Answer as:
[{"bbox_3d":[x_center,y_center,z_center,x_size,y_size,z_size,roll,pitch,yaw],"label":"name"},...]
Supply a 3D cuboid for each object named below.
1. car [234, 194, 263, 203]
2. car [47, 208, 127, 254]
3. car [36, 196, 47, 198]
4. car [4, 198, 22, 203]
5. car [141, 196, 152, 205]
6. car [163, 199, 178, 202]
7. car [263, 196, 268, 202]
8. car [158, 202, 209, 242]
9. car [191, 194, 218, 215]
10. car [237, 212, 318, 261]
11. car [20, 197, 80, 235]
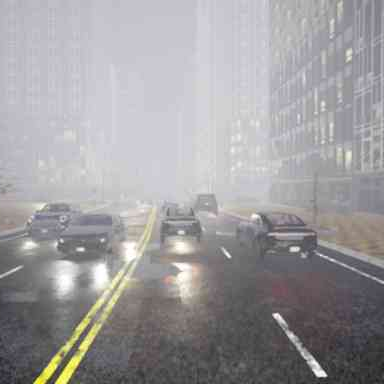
[{"bbox_3d":[10.837,1.398,66.519,5.009,1.841,2.192,0,0,-5],"label":"car"},{"bbox_3d":[-3.872,1.544,13.787,2.033,1.411,5.357,0,0,-3],"label":"car"},{"bbox_3d":[-27.962,1.429,63.316,4.313,1.339,1.947,0,0,-4],"label":"car"},{"bbox_3d":[-33.633,1.412,62.903,4.206,1.307,1.802,0,0,-4],"label":"car"},{"bbox_3d":[-7.781,1.472,56.924,2.128,1.511,4.902,0,0,-5],"label":"car"},{"bbox_3d":[-2.247,1.456,34.359,2.128,1.511,4.902,0,0,-5],"label":"car"},{"bbox_3d":[15.626,1.495,75.305,4.829,1.417,1.752,0,0,-5],"label":"car"},{"bbox_3d":[-0.621,1.476,16.307,2.128,1.511,4.902,0,0,-4],"label":"car"},{"bbox_3d":[1.150,1.178,33.013,2.150,2.045,5.566,0,0,-5],"label":"car"},{"bbox_3d":[2.900,1.471,12.231,2.128,1.511,4.902,0,0,-3],"label":"car"},{"bbox_3d":[-7.510,1.355,18.763,2.097,1.767,4.553,0,0,-5],"label":"car"}]
